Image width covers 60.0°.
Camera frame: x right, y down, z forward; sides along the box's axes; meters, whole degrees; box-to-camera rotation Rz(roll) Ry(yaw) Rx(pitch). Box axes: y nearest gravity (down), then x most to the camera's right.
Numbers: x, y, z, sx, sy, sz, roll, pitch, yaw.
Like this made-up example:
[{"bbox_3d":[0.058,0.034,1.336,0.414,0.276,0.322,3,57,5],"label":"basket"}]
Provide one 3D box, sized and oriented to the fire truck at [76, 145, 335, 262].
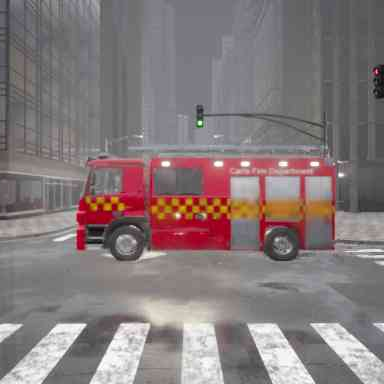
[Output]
[{"bbox_3d":[0.468,0.348,11.983,8.468,3.827,2.891,0,0,0],"label":"fire truck"}]
